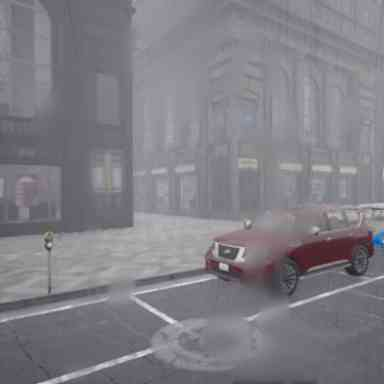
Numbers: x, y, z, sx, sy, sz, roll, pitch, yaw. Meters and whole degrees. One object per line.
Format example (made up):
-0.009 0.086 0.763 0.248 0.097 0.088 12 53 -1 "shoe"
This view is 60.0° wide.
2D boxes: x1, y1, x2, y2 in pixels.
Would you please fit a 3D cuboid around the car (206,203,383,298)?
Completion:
2.732 1.274 8.599 5.009 1.841 2.192 0 0 -35 "car"
